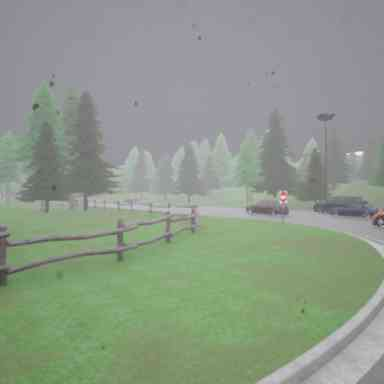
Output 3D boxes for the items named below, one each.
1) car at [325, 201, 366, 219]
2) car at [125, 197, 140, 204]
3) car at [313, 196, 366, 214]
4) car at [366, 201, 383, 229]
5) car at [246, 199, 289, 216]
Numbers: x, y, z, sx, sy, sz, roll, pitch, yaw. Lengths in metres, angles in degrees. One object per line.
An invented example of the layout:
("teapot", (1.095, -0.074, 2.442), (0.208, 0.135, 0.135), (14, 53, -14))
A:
("car", (15.160, 1.758, 30.661), (1.895, 1.301, 4.718), (0, 0, -37))
("car", (-13.426, 1.918, 74.805), (1.812, 1.442, 4.674), (0, 0, -37))
("car", (15.854, 1.404, 35.596), (2.150, 2.045, 5.566), (0, 0, -37))
("car", (13.818, 1.457, 20.738), (2.097, 1.767, 4.553), (0, 0, -37))
("car", (7.800, 1.532, 34.696), (2.097, 1.767, 4.553), (0, 0, -37))
